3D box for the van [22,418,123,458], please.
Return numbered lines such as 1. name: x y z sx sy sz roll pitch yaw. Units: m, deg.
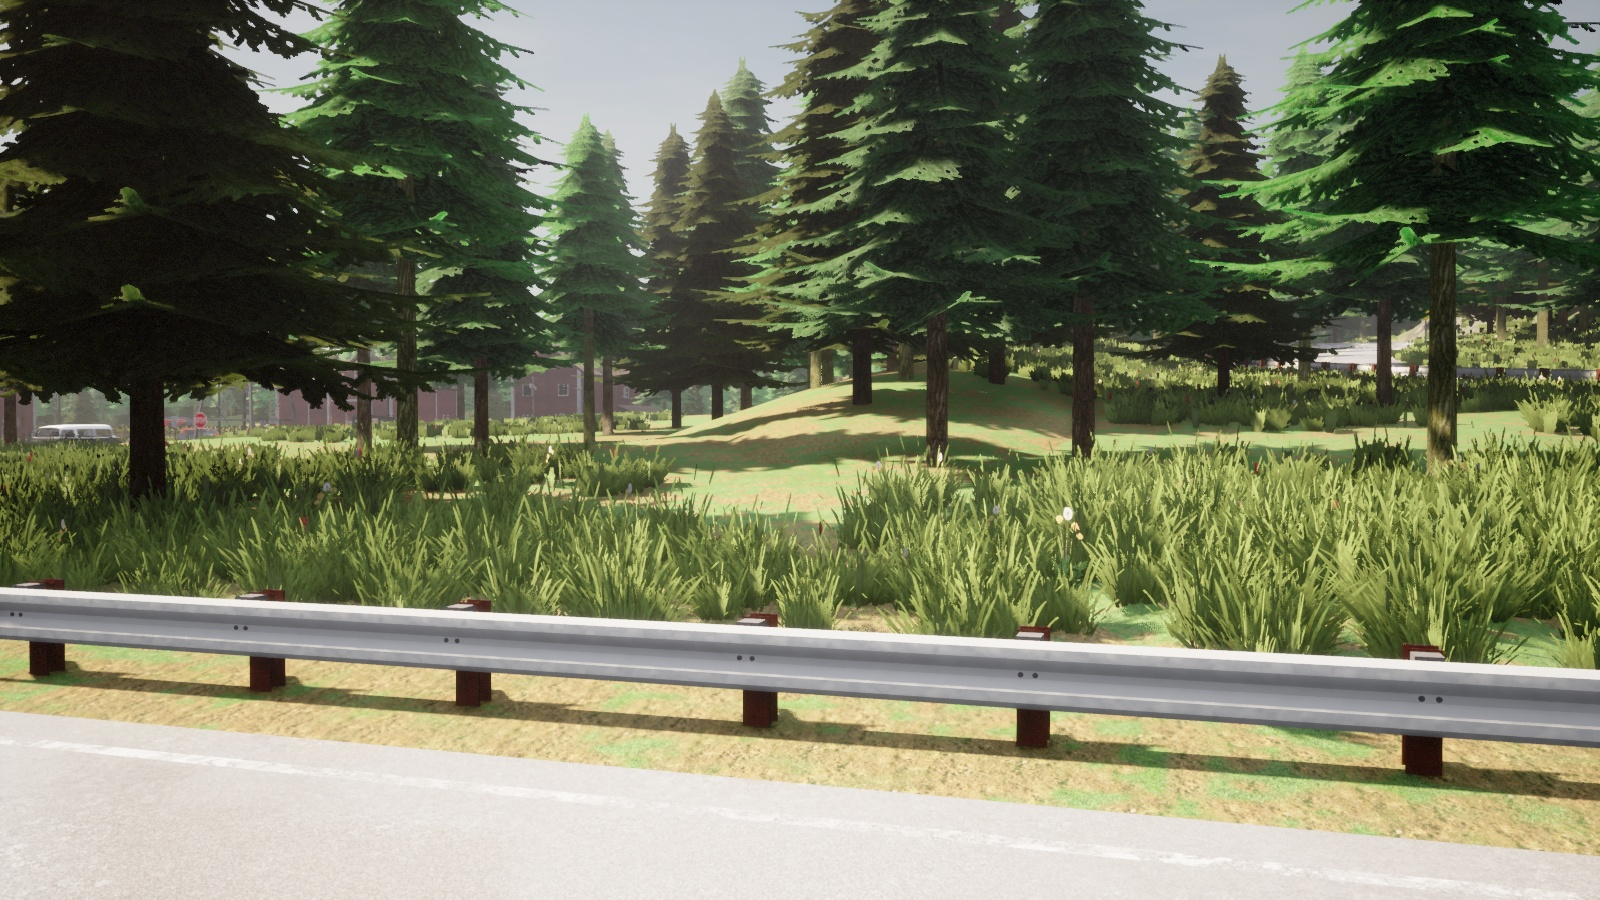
1. van: -38.384 -0.631 66.425 2.069 2.038 4.480 1 1 14
